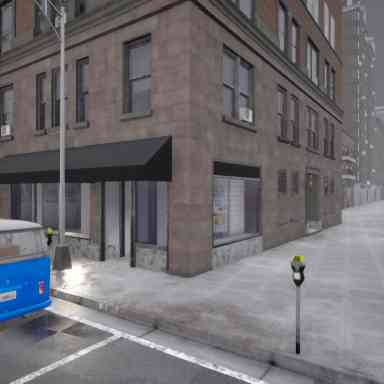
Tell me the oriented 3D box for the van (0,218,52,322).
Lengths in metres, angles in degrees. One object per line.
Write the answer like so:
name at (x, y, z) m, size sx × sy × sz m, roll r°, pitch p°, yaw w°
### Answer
van at (-4.298, 1.340, 6.085) m, size 3.998 × 1.788 × 1.690 m, roll 0°, pitch 0°, yaw 35°
